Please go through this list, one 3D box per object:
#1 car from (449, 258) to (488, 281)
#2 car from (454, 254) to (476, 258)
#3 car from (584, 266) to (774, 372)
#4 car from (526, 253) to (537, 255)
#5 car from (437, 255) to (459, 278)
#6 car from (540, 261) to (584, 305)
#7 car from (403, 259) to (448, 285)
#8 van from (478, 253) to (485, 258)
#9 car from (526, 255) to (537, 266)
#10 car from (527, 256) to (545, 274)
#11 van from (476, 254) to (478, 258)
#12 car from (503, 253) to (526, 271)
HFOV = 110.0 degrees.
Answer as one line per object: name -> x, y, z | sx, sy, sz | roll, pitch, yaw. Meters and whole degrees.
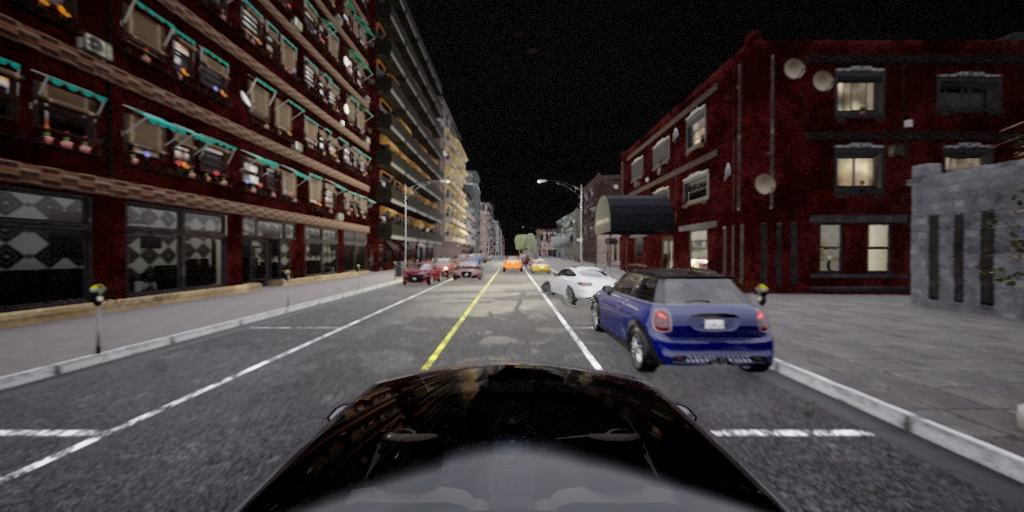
car -> -3.098, 1.052, 26.405 | 1.994, 1.385, 4.181 | 0, 1, 0
car -> -5.693, 0.666, 39.803 | 2.192, 1.841, 5.009 | 0, 0, 0
car -> 3.112, 1.038, 7.636 | 2.097, 1.767, 4.553 | 0, 1, 0
car -> 2.687, 0.558, 50.881 | 2.192, 1.841, 5.009 | 0, 0, 0
car -> -5.692, 0.904, 28.725 | 1.967, 1.591, 4.097 | 0, 0, 0
car -> 2.835, 1.130, 15.242 | 1.812, 1.442, 4.674 | 0, 1, -12
car -> -5.692, 1.066, 23.187 | 1.888, 1.381, 4.507 | 0, 0, 0
van -> -5.695, 0.531, 56.419 | 1.690, 1.789, 3.998 | 0, 0, 0
car -> 2.687, 0.902, 39.804 | 2.007, 1.370, 4.403 | 0, 0, 0
car -> 2.688, 0.932, 34.435 | 1.751, 1.417, 4.829 | 0, 0, 0
van -> -5.694, 0.637, 45.343 | 1.690, 1.789, 3.998 | 0, 0, 0
car -> 0.083, 0.709, 39.309 | 2.097, 1.767, 4.553 | 0, 1, 0
